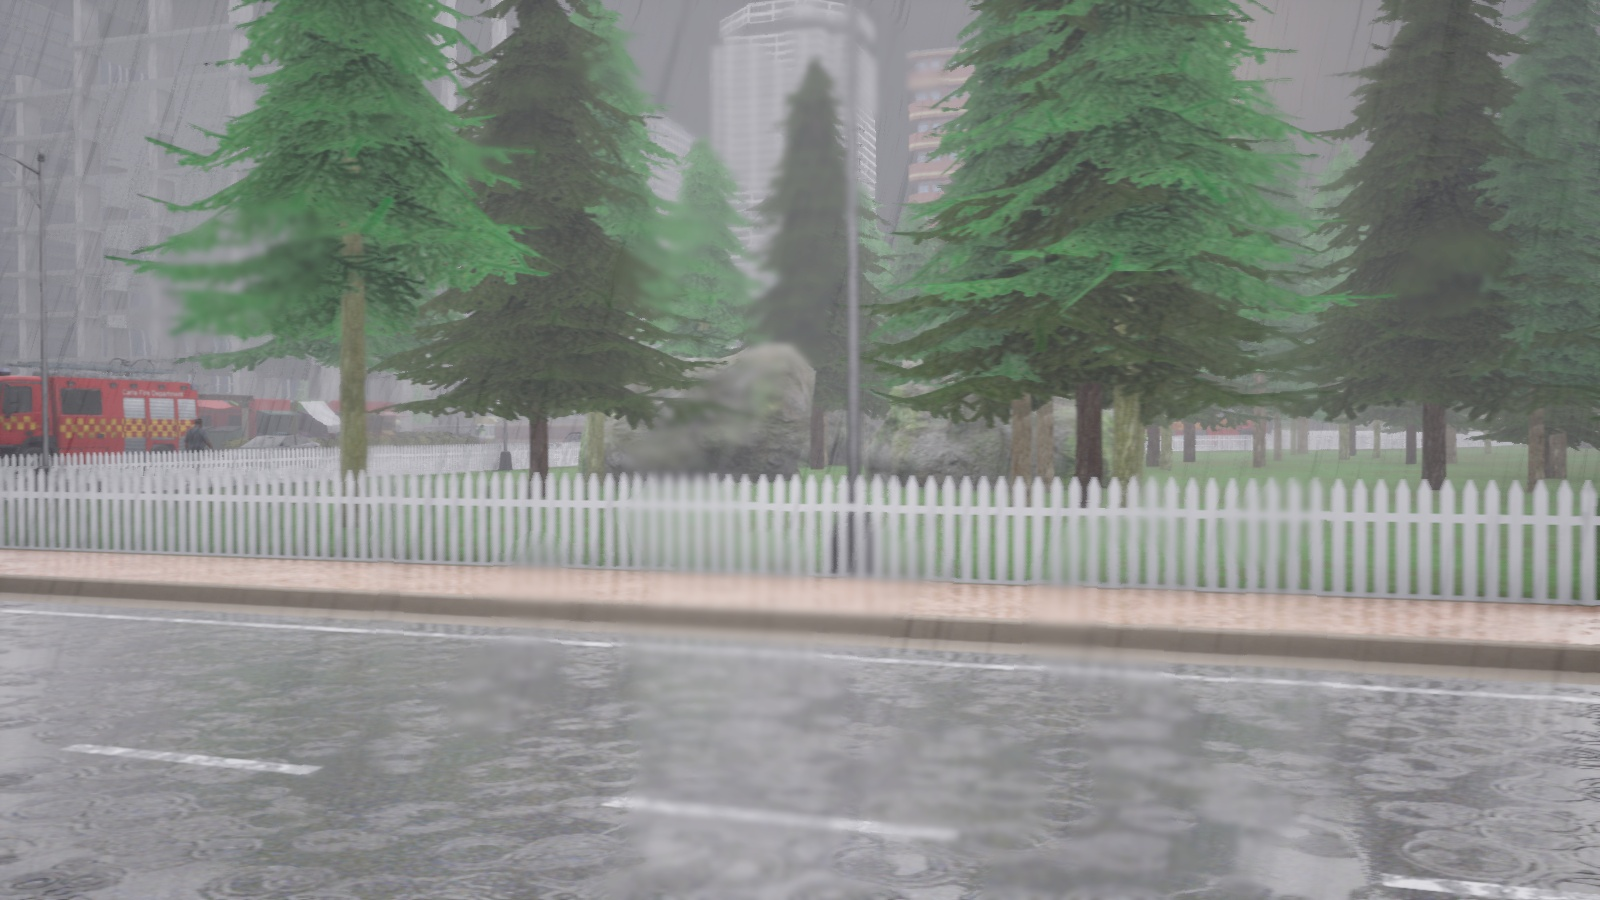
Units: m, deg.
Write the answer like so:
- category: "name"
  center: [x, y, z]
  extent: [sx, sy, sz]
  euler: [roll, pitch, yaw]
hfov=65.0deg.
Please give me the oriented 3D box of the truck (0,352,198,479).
- category: "truck"
  center: [-24.373, -1.097, 41.685]
  extent: [2.891, 3.827, 8.468]
  euler: [0, 1, 17]

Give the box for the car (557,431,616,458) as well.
- category: "car"
  center: [-11.902, -0.329, 70.252]
  extent: [1.845, 1.501, 3.633]
  euler: [0, 1, 17]

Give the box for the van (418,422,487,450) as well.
- category: "van"
  center: [-24.717, -1.000, 89.330]
  extent: [4.442, 1.987, 1.775]
  euler: [0, 1, 17]

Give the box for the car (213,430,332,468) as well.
- category: "car"
  center: [-21.490, -0.078, 51.425]
  extent: [2.163, 1.488, 4.792]
  euler: [0, 1, 11]

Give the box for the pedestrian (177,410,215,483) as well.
- category: "pedestrian"
  center: [-15.677, -0.096, 32.595]
  extent: [0.540, 1.848, 0.694]
  euler: [0, 1, 17]

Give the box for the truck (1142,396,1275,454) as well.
- category: "truck"
  center: [27.891, -1.662, 85.743]
  extent: [8.468, 3.827, 2.891]
  euler: [0, 1, -16]
